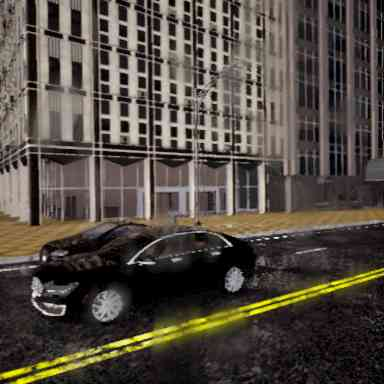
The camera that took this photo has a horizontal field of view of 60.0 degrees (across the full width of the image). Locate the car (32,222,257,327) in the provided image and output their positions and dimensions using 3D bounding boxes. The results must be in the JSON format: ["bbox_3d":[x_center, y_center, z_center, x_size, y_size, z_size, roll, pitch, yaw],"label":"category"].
[{"bbox_3d":[-0.740,1.520,7.150,4.892,1.490,1.837,0,0,-35],"label":"car"}]

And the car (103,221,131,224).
[{"bbox_3d":[-2.303,1.586,10.028,4.181,1.385,1.994,0,0,-35],"label":"car"}]
